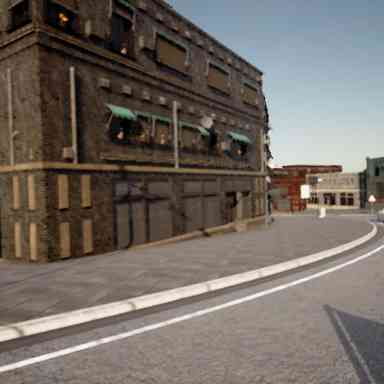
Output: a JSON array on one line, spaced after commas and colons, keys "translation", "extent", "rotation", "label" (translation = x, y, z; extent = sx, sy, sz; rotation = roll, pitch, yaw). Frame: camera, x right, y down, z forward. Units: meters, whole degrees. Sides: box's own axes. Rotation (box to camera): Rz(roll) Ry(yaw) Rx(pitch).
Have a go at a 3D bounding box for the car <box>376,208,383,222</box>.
[{"translation": [19.374, 2.206, 32.285], "extent": [1.812, 1.442, 4.674], "rotation": [-1, -3, 18], "label": "car"}]
